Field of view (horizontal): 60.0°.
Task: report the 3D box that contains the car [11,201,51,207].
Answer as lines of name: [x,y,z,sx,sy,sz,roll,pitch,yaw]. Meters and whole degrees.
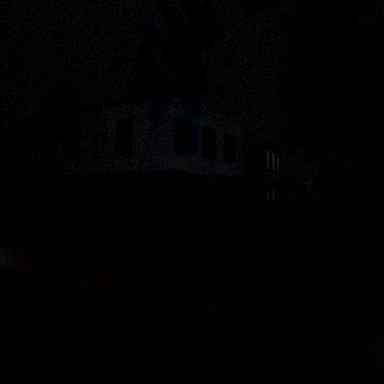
car: [-14.724,1.528,29.203,2.033,1.411,5.357,0,0,29]
